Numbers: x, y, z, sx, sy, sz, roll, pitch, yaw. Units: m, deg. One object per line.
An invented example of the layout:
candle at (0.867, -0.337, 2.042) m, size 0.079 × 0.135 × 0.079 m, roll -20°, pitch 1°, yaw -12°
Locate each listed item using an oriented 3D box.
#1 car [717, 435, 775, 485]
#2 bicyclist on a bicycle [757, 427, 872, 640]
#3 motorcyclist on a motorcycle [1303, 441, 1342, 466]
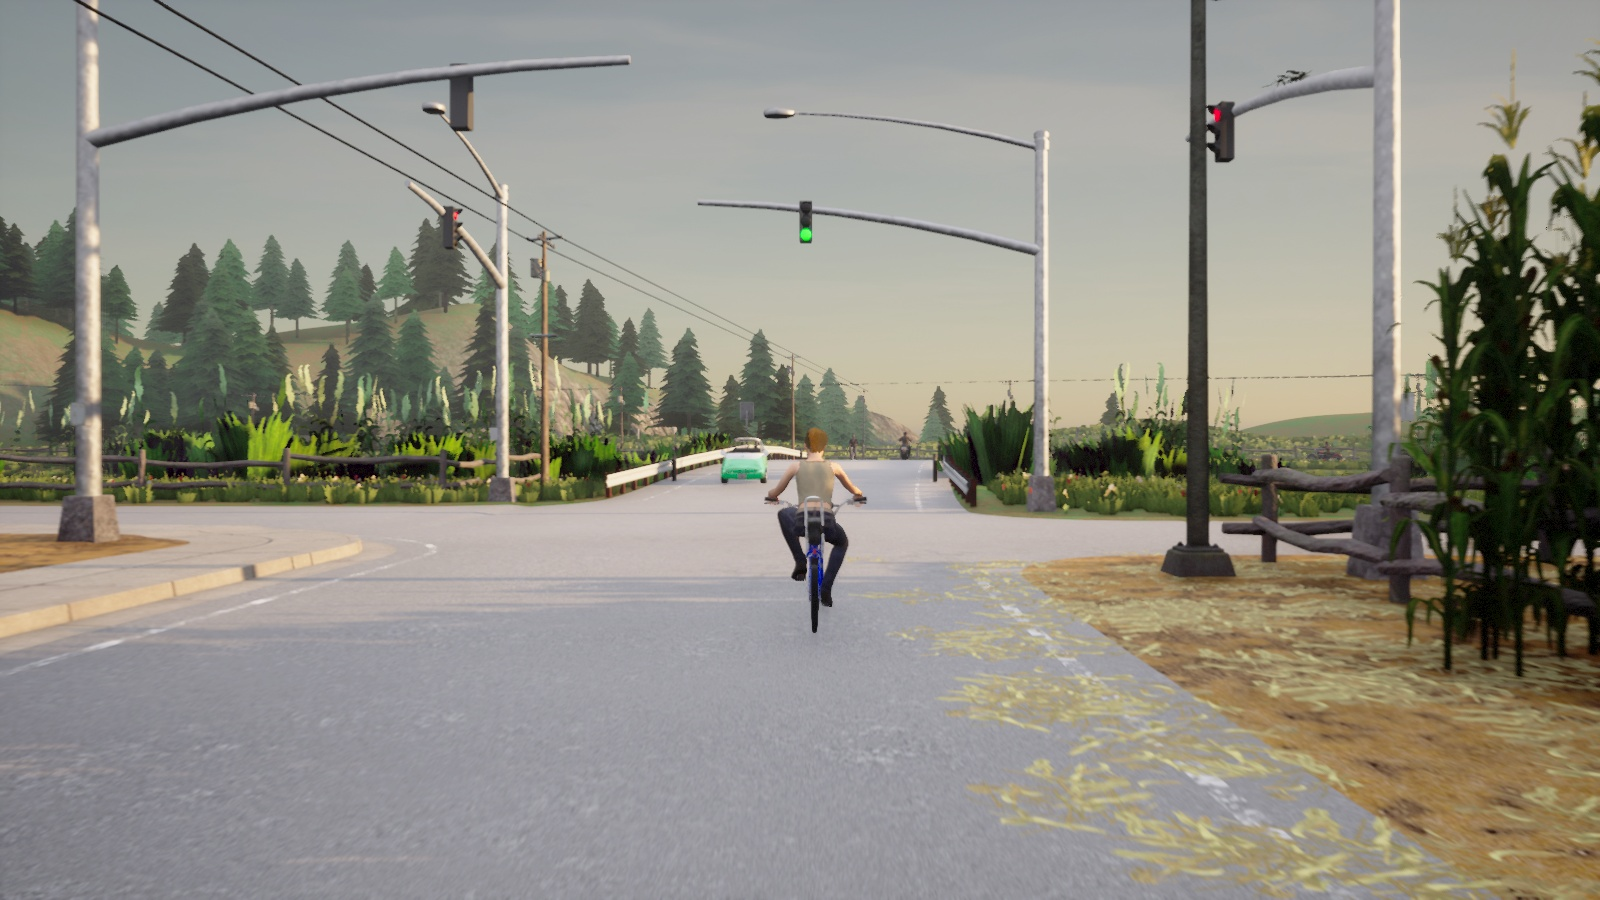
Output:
car at (-1.635, 0.293, 38.669) m, size 1.481 × 1.376 × 2.207 m, roll 0°, pitch 4°, yaw 6°
bicyclist on a bicycle at (0.128, 0.625, 10.275) m, size 0.866 × 1.612 × 1.509 m, roll 0°, pitch 0°, yaw 1°
motorcyclist on a motorcycle at (35.316, 0.247, 84.863) m, size 2.350 × 1.649 × 0.766 m, roll 0°, pitch 0°, yaw 6°
